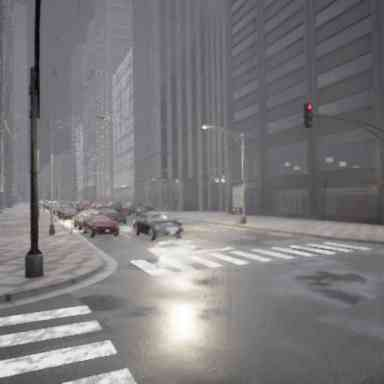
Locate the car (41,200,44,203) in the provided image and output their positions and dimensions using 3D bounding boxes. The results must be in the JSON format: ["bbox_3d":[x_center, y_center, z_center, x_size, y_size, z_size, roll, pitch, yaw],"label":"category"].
[{"bbox_3d":[-37.801,3.444,87.217,1.752,1.417,4.829,0,-1,-26],"label":"car"}]

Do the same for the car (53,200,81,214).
[{"bbox_3d":[-15.774,2.301,41.840,2.192,1.841,5.009,0,-1,-26],"label":"car"}]

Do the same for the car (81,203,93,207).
[{"bbox_3d":[-16.848,2.733,50.572,1.895,1.301,4.718,0,-1,-26],"label":"car"}]

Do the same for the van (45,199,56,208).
[{"bbox_3d":[-28.052,2.854,67.136,1.690,1.788,3.998,0,-1,-26],"label":"van"}]

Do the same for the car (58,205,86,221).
[{"bbox_3d":[-13.317,2.421,36.776,1.887,1.381,4.507,0,-1,-26],"label":"car"}]

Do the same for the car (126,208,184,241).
[{"bbox_3d":[-2.089,1.950,19.944,2.128,1.511,4.902,0,-1,-26],"label":"car"}]

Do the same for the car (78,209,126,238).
[{"bbox_3d":[-5.949,2.081,21.598,1.887,1.381,4.507,0,-1,-26],"label":"car"}]

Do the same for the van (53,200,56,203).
[{"bbox_3d":[-18.229,2.436,46.899,1.690,1.788,3.998,0,-1,-26],"label":"van"}]

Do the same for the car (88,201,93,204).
[{"bbox_3d":[-20.381,3.019,70.853,1.887,1.381,4.507,0,-1,-26],"label":"car"}]

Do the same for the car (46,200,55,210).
[{"bbox_3d":[-25.596,2.850,62.075,1.967,1.590,4.097,0,-1,-26],"label":"car"}]

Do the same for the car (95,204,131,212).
[{"bbox_3d":[-7.481,2.188,31.055,1.882,1.535,5.008,0,-1,-26],"label":"car"}]

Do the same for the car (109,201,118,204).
[{"bbox_3d":[-13.014,2.477,55.680,2.192,1.841,5.009,0,-1,-26],"label":"car"}]

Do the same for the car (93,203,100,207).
[{"bbox_3d":[-17.925,2.953,65.793,1.802,1.307,4.206,0,-1,-26],"label":"car"}]

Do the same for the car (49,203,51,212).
[{"bbox_3d":[-20.685,2.752,51.954,2.008,1.369,4.403,0,-1,-26],"label":"car"}]

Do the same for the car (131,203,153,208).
[{"bbox_3d":[-5.647,2.403,40.497,1.947,1.339,4.313,0,-1,-26],"label":"car"}]

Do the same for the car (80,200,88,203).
[{"bbox_3d":[-25.293,2.995,80.975,2.192,1.841,5.009,0,-1,-26],"label":"car"}]

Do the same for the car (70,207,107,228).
[{"bbox_3d":[-8.331,2.173,26.505,1.752,1.417,4.829,0,-1,-26],"label":"car"}]

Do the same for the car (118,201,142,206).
[{"bbox_3d":[-8.103,2.262,45.562,2.192,1.841,5.009,0,-1,-26],"label":"car"}]

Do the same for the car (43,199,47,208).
[{"bbox_3d":[-30.509,2.931,72.196,2.192,1.841,5.009,0,-1,-26],"label":"car"}]
